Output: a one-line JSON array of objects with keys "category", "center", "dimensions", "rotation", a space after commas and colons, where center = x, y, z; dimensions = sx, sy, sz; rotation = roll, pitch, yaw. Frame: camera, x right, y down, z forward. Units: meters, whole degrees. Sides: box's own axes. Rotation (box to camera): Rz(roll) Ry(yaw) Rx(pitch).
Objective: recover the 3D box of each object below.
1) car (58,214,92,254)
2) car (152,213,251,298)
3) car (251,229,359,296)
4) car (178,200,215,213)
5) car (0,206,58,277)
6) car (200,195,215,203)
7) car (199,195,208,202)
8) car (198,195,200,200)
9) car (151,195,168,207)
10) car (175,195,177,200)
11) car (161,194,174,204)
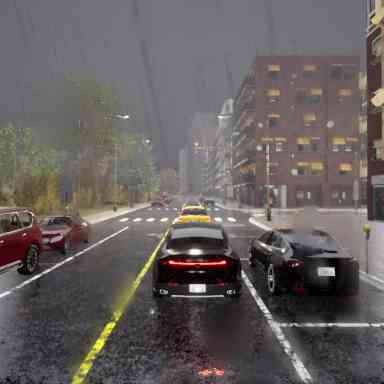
[{"category": "car", "center": [-5.289, 1.585, 13.380], "dimensions": [1.802, 1.307, 4.206], "rotation": [1, 0, 0]}, {"category": "car", "center": [0.112, 1.507, 8.486], "dimensions": [1.837, 1.490, 4.892], "rotation": [0, 0, 0]}, {"category": "car", "center": [2.585, 1.568, 8.470], "dimensions": [1.947, 1.339, 4.313], "rotation": [1, 0, 0]}, {"category": "car", "center": [0.126, 1.461, 19.020], "dimensions": [1.801, 1.575, 5.366], "rotation": [0, 0, 0]}, {"category": "car", "center": [-5.294, 1.317, 7.725], "dimensions": [2.192, 1.841, 5.009], "rotation": [1, 0, 0]}, {"category": "car", "center": [2.648, 1.574, 52.287], "dimensions": [2.008, 1.369, 4.403], "rotation": [1, 0, 0]}, {"category": "car", "center": [2.689, 1.492, 80.703], "dimensions": [1.967, 1.590, 4.097], "rotation": [1, 0, 0]}, {"category": "car", "center": [2.672, 1.621, 69.337], "dimensions": [1.802, 1.307, 4.206], "rotation": [1, 0, 0]}, {"category": "car", "center": [-5.234, 1.567, 51.495], "dimensions": [1.887, 1.381, 4.507], "rotation": [1, 0, 0]}, {"category": "car", "center": [-5.185, 1.609, 85.551], "dimensions": [2.008, 1.369, 4.403], "rotation": [1, 0, 0]}, {"category": "car", "center": [-5.215, 1.348, 62.847], "dimensions": [2.192, 1.841, 5.009], "rotation": [1, 0, 0]}]
